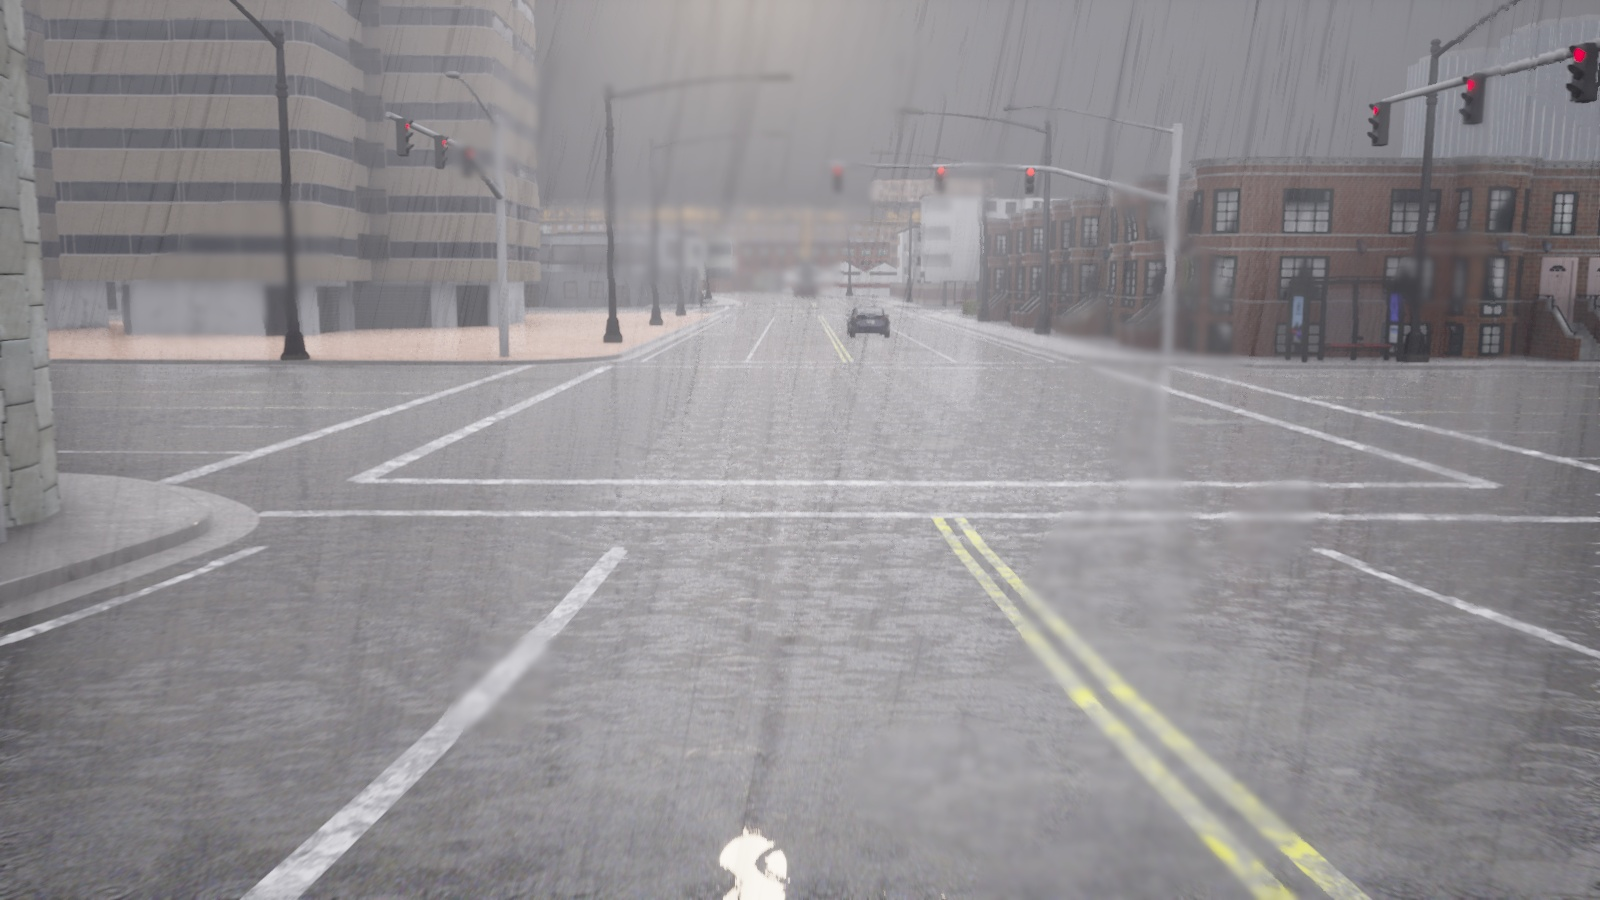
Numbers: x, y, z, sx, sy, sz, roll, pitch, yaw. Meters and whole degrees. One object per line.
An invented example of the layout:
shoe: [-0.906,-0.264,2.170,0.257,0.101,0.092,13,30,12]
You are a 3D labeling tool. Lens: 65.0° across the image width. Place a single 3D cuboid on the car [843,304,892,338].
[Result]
car: [3.318,-6.452,62.461,2.163,1.488,4.792,0,8,0]
